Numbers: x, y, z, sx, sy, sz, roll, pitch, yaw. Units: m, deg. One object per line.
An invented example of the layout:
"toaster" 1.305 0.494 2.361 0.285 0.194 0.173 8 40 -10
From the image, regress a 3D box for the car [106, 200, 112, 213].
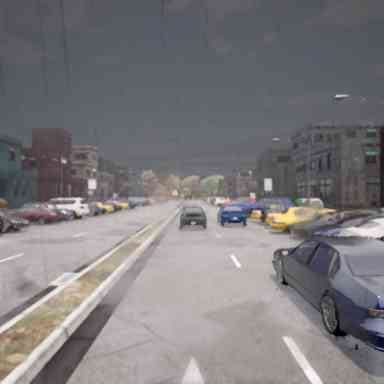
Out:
"car" -12.668 2.019 40.253 4.792 1.488 2.163 0 -1 0

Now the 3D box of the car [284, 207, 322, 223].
"car" 7.605 1.701 17.312 4.792 1.488 2.163 0 -1 0

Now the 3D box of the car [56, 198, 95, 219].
"car" -12.739 1.617 31.920 5.566 2.045 2.435 0 -1 0

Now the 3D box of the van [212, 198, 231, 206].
"van" 7.375 2.433 83.495 4.442 1.987 1.878 0 -1 0

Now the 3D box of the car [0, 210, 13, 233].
"car" -12.762 1.714 17.899 4.792 1.488 2.163 0 -1 0

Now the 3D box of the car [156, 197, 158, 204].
"car" -12.741 2.759 93.051 5.008 1.535 2.097 0 -1 0

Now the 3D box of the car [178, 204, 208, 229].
"car" 0.085 1.786 24.085 1.837 1.490 4.892 0 0 0

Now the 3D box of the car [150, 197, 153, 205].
"car" -12.731 2.644 81.933 4.674 1.452 2.002 0 -1 0

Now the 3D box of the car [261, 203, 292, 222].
"car" 7.817 1.739 22.833 5.366 1.575 1.946 0 -1 0

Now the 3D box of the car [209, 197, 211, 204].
"car" 7.527 2.371 80.738 5.566 2.045 2.435 0 -1 0

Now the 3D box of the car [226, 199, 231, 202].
"car" 7.571 2.163 47.773 4.674 1.452 2.002 0 -1 0

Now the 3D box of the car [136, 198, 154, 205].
"car" -12.772 2.594 90.272 4.553 1.767 2.185 0 -1 0

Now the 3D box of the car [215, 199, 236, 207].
"car" 7.542 2.419 75.097 4.553 1.767 2.185 0 -1 0

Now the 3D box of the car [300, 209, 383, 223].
"car" 7.606 1.667 14.557 4.792 1.488 2.163 0 -1 0

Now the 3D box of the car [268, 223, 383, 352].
"car" 3.097 1.617 6.698 2.033 1.411 5.357 0 -1 0

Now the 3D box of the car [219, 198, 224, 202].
"car" 7.533 1.961 53.162 5.566 2.045 2.435 0 -1 0

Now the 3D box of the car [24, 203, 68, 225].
"car" -12.717 1.831 26.234 4.674 1.452 2.002 0 -1 0

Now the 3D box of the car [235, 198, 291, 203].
"car" 7.578 1.647 33.862 5.566 2.045 2.435 0 -1 0

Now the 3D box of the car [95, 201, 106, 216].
"car" -12.673 1.978 37.476 4.792 1.488 2.163 0 -1 0

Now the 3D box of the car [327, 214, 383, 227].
"car" 7.633 1.647 11.835 4.674 1.452 2.002 0 -1 0

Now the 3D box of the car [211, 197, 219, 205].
"car" 7.546 2.257 72.464 5.566 2.045 2.435 0 -1 0

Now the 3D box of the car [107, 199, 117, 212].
"car" -12.879 2.028 43.033 5.366 1.575 1.946 0 -1 0

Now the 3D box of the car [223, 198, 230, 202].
"car" 7.537 2.041 50.403 4.553 1.767 2.185 0 -1 0

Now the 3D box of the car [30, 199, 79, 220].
"car" -12.747 1.704 29.106 4.553 1.767 2.185 0 -1 0

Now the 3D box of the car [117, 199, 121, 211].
"car" -12.718 2.103 45.810 4.792 1.488 2.163 0 -1 0

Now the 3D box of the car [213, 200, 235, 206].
"car" 7.500 2.582 77.852 5.008 1.535 2.097 0 -1 0

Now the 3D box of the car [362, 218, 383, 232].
"car" 7.666 1.604 9.042 4.792 1.488 2.163 0 -1 0

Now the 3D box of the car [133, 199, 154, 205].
"car" -12.732 2.681 87.492 5.008 1.535 2.097 0 -1 0

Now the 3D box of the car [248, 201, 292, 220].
"car" 7.804 1.815 28.347 5.366 1.575 1.946 0 -1 0

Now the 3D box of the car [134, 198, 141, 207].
"car" -12.666 2.033 59.703 5.566 2.045 2.435 0 -1 0

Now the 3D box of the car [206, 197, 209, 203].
"car" 7.281 2.805 94.521 5.366 1.575 1.946 0 -1 0

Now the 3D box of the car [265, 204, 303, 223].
"car" 7.448 1.704 20.070 5.366 1.575 1.946 0 -1 0

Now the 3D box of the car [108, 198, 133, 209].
"car" -12.692 2.200 54.141 5.008 1.535 2.097 0 -1 0

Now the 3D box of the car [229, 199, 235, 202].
"car" 7.582 2.029 42.129 5.008 1.535 2.097 0 -1 0

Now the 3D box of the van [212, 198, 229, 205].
"van" 7.596 2.506 89.011 4.442 1.987 1.878 0 -1 0

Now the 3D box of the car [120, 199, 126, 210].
"car" -12.690 2.114 48.466 5.008 1.535 2.097 0 -1 0

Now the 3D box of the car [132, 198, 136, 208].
"car" -12.684 2.243 56.920 4.892 1.521 2.231 0 -1 0

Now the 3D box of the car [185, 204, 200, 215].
"car" 0.047 2.148 42.065 1.895 1.301 4.718 0 -1 0

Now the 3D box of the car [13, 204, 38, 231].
"car" -12.735 1.720 20.679 4.892 1.521 2.231 0 -1 0

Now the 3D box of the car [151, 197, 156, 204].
"car" -12.547 2.640 84.713 5.366 1.575 1.946 0 -1 0

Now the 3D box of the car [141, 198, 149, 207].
"car" -12.710 2.487 73.596 4.892 1.521 2.231 0 -1 0

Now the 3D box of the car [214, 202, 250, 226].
"car" 3.081 1.789 26.434 1.882 1.535 5.008 0 -1 0
